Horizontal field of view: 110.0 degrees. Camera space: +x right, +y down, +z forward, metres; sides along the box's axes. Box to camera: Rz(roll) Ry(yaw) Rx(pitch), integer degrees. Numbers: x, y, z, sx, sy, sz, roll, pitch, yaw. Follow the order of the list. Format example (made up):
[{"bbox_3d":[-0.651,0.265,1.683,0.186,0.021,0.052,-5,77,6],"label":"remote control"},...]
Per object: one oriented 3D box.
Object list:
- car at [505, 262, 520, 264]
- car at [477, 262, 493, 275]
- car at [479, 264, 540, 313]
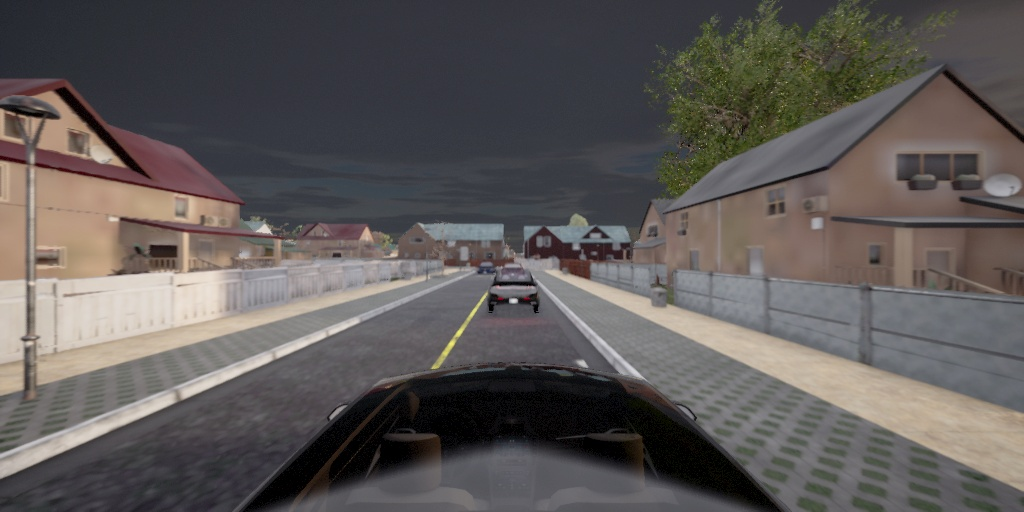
[{"bbox_3d":[0.067,1.269,29.459,1.882,1.535,5.008,0,0,0],"label":"car"},{"bbox_3d":[-2.803,1.355,40.288,2.033,1.411,5.357,0,0,1],"label":"car"},{"bbox_3d":[0.068,1.261,14.172,2.128,1.511,4.902,0,0,0],"label":"car"}]
